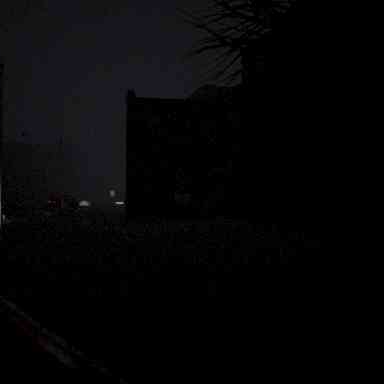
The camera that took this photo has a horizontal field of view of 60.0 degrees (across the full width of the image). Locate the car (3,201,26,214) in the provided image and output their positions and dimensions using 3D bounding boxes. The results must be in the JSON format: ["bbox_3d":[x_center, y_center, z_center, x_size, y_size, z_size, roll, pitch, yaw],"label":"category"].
[{"bbox_3d":[-20.472,1.665,37.003,1.895,1.301,4.718,1,0,0],"label":"car"}]

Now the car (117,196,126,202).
[{"bbox_3d":[-18.969,1.961,89.687,2.128,1.511,4.902,1,-1,2],"label":"car"}]

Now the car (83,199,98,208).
[{"bbox_3d":[-16.523,1.775,53.217,1.812,1.442,4.674,1,0,2],"label":"car"}]

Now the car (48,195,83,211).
[{"bbox_3d":[-16.750,1.397,43.498,2.150,2.045,5.566,1,0,2],"label":"car"}]
